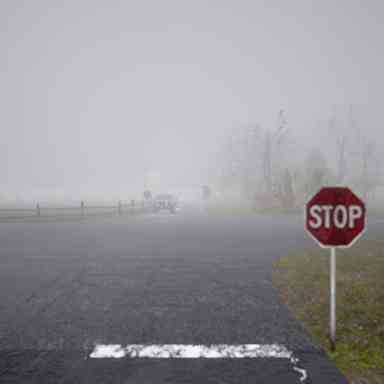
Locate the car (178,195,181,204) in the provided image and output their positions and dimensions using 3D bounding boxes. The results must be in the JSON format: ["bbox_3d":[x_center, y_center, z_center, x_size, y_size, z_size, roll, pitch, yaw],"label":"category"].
[{"bbox_3d":[-3.031,1.572,49.843,1.895,1.301,4.718,0,0,0],"label":"car"}]

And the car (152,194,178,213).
[{"bbox_3d":[-3.073,1.208,36.852,2.150,2.045,5.566,0,0,1],"label":"car"}]
